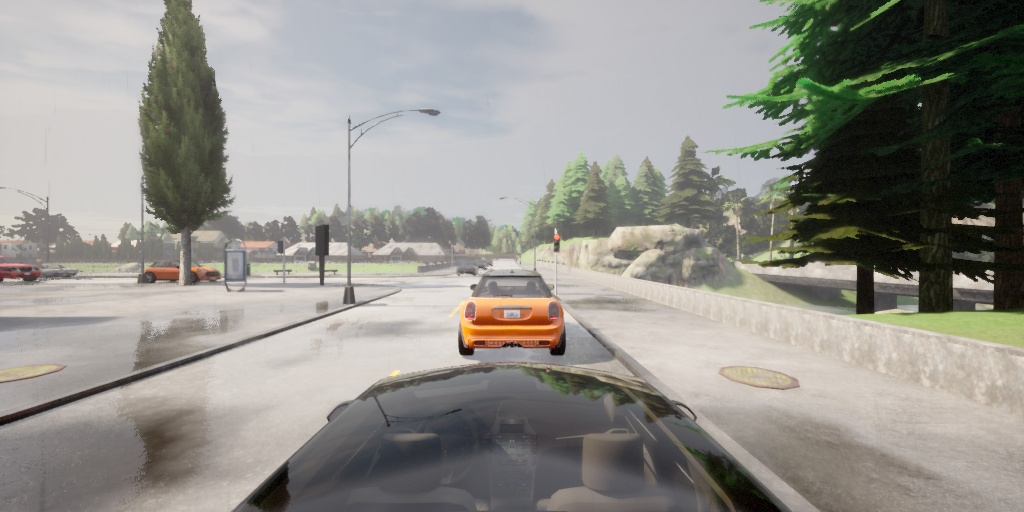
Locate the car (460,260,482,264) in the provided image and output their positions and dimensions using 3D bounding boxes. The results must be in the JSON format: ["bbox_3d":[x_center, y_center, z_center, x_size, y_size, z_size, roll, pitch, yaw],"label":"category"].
[{"bbox_3d":[-4.401,1.257,35.927,1.837,1.490,4.892,0,-1,0],"label":"car"}]

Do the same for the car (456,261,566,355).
[{"bbox_3d":[-0.001,1.102,8.818,2.097,1.767,4.553,0,0,0],"label":"car"}]

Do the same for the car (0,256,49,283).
[{"bbox_3d":[-39.108,0.970,26.871,5.566,2.045,2.150,0,0,0],"label":"car"}]

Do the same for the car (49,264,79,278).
[{"bbox_3d":[-40.943,1.351,31.046,4.718,1.301,1.895,0,0,-1],"label":"car"}]

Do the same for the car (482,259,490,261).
[{"bbox_3d":[-4.529,1.254,50.390,1.837,1.490,4.892,0,0,0],"label":"car"}]

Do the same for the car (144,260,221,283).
[{"bbox_3d":[-24.709,1.102,27.003,4.553,1.767,2.097,0,0,-1],"label":"car"}]
